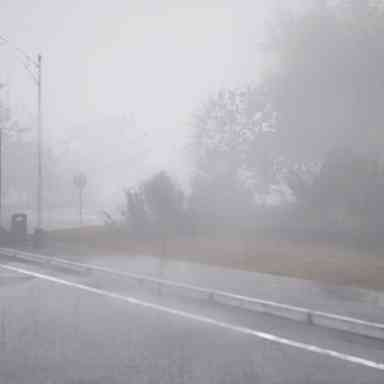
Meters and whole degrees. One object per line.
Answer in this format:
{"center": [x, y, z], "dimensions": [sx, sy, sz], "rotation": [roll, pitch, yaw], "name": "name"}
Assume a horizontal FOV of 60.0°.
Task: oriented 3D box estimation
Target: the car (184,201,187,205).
{"center": [-0.320, 1.548, 52.600], "dimensions": [1.994, 1.385, 4.181], "rotation": [0, 0, 33], "name": "car"}
